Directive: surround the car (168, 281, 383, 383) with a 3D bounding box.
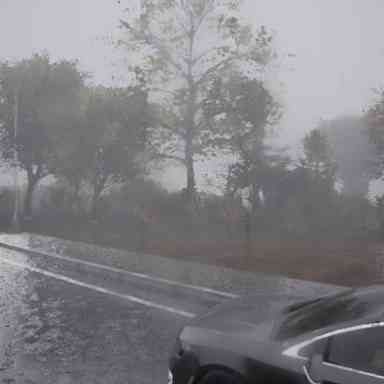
[{"bbox_3d":[2.007,1.515,2.667,4.892,1.490,1.837,0,0,36],"label":"car"}]
